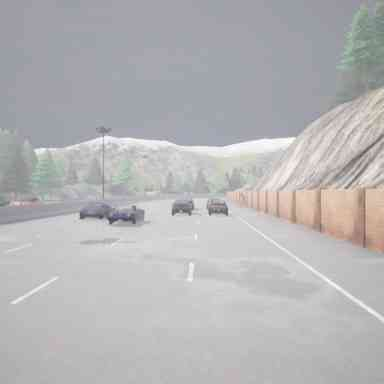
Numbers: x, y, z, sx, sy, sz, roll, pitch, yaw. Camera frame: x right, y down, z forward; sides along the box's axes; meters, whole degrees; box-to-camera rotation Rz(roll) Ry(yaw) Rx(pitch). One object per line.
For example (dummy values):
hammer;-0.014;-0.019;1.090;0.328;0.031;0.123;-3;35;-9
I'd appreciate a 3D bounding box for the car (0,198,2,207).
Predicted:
car;-21.955;1.358;37.127;1.994;1.385;4.181;0;0;2

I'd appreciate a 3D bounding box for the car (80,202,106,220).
car;-8.103;1.564;28.671;1.994;1.385;4.181;0;0;2

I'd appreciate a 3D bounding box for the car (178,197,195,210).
car;-0.659;1.477;43.474;1.882;1.535;5.008;0;0;2

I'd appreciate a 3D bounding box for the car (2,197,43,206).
car;-18.462;1.350;36.919;2.097;1.767;4.553;0;0;2

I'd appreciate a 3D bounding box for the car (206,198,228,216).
car;2.524;1.491;32.784;2.128;1.511;4.902;0;0;2

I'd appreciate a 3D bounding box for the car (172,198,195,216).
car;-0.970;1.504;33.034;1.837;1.490;4.892;0;0;1

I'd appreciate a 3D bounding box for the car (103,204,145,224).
car;-4.728;1.601;24.450;1.895;1.301;4.718;0;0;2

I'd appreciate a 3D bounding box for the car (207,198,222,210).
car;2.834;1.525;43.227;1.812;1.442;4.674;0;0;2
